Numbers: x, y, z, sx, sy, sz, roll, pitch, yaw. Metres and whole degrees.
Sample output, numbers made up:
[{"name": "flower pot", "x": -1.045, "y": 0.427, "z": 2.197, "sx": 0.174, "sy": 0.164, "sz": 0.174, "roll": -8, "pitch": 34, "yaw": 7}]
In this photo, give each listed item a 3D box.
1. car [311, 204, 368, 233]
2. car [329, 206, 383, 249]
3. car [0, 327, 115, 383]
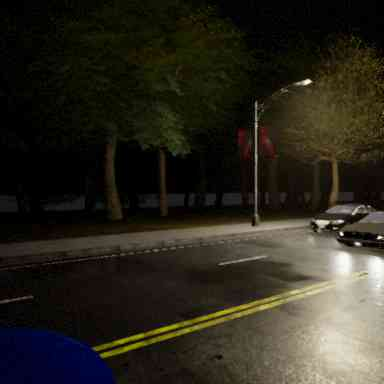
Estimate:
[{"name": "car", "x": 8.298, "y": 1.394, "z": 17.644, "sx": 4.902, "sy": 1.511, "sz": 2.128, "roll": 0, "pitch": 0, "yaw": -36}, {"name": "car", "x": 8.110, "y": 1.464, "z": 13.507, "sx": 5.357, "sy": 1.411, "sz": 2.033, "roll": 0, "pitch": 0, "yaw": -36}, {"name": "car", "x": -2.792, "y": 1.488, "z": 1.449, "sx": 5.008, "sy": 1.535, "sz": 1.882, "roll": 0, "pitch": 0, "yaw": -36}]
